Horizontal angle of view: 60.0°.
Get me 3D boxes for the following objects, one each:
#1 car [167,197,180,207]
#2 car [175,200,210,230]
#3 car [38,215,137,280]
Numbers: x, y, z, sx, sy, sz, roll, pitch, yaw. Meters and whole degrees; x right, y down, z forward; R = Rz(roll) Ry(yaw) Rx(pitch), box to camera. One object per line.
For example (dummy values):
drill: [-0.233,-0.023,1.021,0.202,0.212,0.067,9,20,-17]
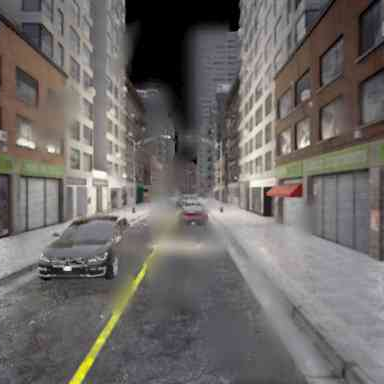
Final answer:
car: [-2.811,1.580,52.445,1.812,1.442,4.674,0,0,0]
car: [0.089,1.517,20.981,1.837,1.490,4.892,0,0,0]
car: [-2.850,1.508,10.039,1.837,1.490,4.892,0,0,0]
